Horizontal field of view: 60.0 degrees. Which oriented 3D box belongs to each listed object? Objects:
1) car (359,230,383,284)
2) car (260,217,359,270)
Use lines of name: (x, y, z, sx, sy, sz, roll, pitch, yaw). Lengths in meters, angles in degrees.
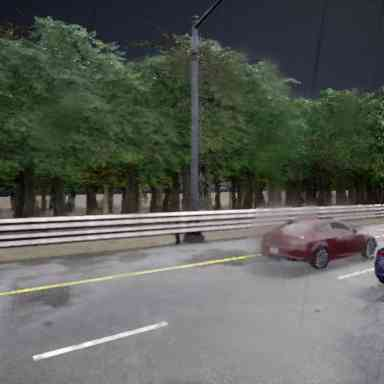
car: (6.318, 1.562, 8.259, 4.674, 1.442, 1.812, 0, 0, -36)
car: (4.287, 1.562, 11.111, 4.674, 1.442, 1.812, 0, 0, -36)
